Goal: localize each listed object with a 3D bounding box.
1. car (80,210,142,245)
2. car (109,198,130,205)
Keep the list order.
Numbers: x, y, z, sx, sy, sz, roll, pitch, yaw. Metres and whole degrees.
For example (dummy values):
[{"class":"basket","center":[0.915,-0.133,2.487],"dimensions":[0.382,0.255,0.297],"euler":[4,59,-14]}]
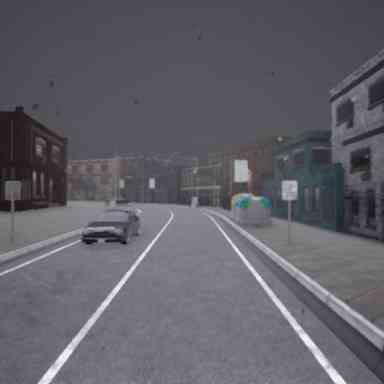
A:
[{"class":"car","center":[-3.599,1.570,15.861],"dimensions":[2.033,1.411,5.357],"euler":[0,0,0]},{"class":"car","center":[-12.583,1.620,57.858],"dimensions":[1.895,1.301,4.718],"euler":[1,0,-37]}]
